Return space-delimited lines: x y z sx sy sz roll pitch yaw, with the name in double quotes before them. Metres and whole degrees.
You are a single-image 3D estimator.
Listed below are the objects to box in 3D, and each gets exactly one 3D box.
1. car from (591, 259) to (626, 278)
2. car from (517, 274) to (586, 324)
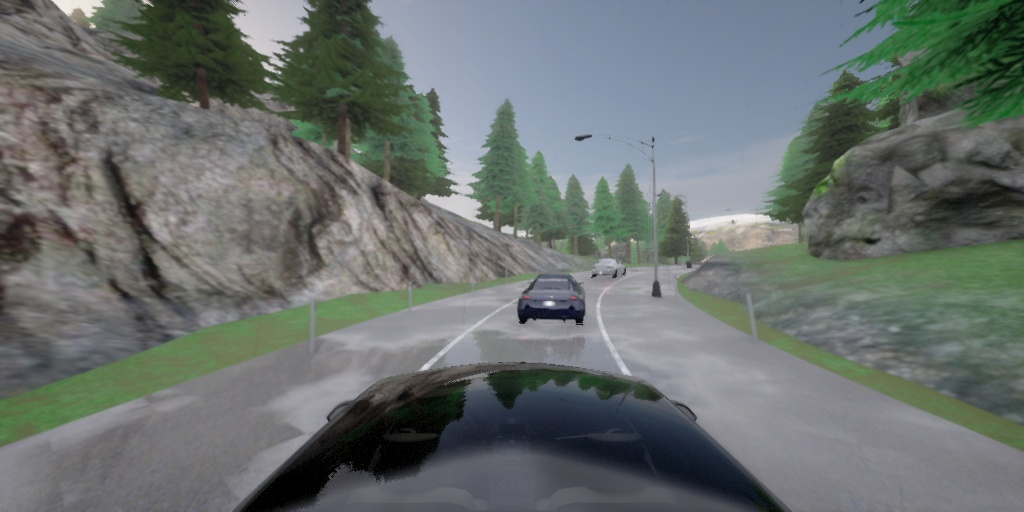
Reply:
"car" 7.624 0.926 28.175 1.812 1.442 4.674 -2 0 30
"car" 1.424 1.269 11.916 1.994 1.385 4.181 0 1 11
